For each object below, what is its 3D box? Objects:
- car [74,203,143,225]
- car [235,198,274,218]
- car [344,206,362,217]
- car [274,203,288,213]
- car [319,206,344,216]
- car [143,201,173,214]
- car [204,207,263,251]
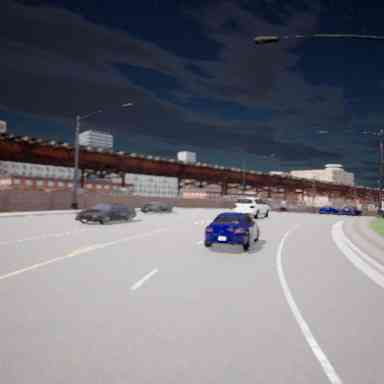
[{"bbox_3d":[-5.931,1.486,23.690,2.033,1.411,5.357,2,-1,20],"label":"car"},{"bbox_3d":[6.080,1.596,33.392,2.150,2.045,5.566,1,-1,29],"label":"car"},{"bbox_3d":[26.699,3.140,55.538,4.553,1.767,2.097,5,-3,-44],"label":"car"},{"bbox_3d":[15.080,2.672,58.505,2.097,1.767,4.553,1,-3,41],"label":"car"},{"bbox_3d":[23.546,3.156,56.926,5.008,1.535,1.882,5,-4,-45],"label":"car"},{"bbox_3d":[-3.871,1.687,37.003,1.994,1.385,4.181,1,-1,27],"label":"car"},{"bbox_3d":[1.874,1.642,14.895,1.812,1.442,4.674,1,-1,18],"label":"car"}]
